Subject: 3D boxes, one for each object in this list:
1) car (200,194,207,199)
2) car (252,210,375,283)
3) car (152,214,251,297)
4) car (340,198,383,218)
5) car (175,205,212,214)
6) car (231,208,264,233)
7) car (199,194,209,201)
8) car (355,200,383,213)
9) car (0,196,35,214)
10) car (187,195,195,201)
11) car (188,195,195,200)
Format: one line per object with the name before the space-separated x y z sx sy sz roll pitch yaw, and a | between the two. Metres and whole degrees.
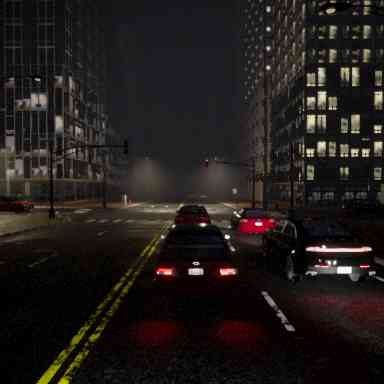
car | 3.058 1.265 91.397 1.812 1.442 4.674 0 0 0
car | 3.328 1.487 9.669 2.128 1.511 4.902 0 0 0
car | 0.083 1.544 8.755 2.033 1.411 5.357 0 0 0
car | 16.138 1.519 30.217 5.009 1.841 2.192 1 0 1
car | 0.066 1.468 18.576 1.882 1.535 5.008 0 0 1
car | 3.311 1.554 18.470 1.994 1.385 4.181 0 0 0
car | 3.079 1.512 81.425 1.895 1.301 4.718 0 0 0
car | 21.729 1.642 38.516 4.829 1.417 1.752 1 0 1
car | -18.278 1.206 33.292 4.553 1.767 2.097 1 1 1
car | -0.174 1.518 82.767 1.895 1.301 4.718 0 0 0
car | -0.195 1.458 92.857 1.994 1.385 4.181 0 0 0
